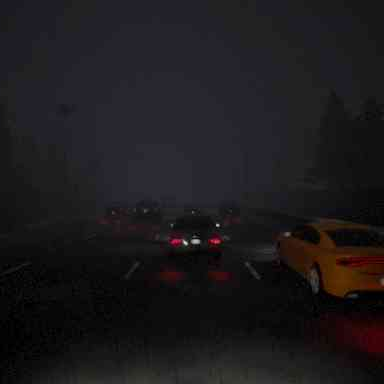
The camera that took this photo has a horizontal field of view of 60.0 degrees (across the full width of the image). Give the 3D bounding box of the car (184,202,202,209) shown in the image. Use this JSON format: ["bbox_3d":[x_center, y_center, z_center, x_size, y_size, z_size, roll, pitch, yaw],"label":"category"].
[{"bbox_3d":[0.105,1.699,34.799,1.895,1.301,4.718,0,0,0],"label":"car"}]

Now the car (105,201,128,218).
[{"bbox_3d":[-6.891,1.614,31.372,1.812,1.442,4.674,0,0,0],"label":"car"}]

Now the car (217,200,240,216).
[{"bbox_3d":[3.608,1.586,33.460,2.128,1.511,4.902,0,0,0],"label":"car"}]

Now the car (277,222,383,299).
[{"bbox_3d":[3.602,1.502,8.614,1.882,1.535,5.008,0,0,0],"label":"car"}]

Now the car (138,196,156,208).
[{"bbox_3d":[-6.888,1.496,51.062,2.097,1.767,4.553,0,0,0],"label":"car"}]

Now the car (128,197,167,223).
[{"bbox_3d":[-3.394,1.426,26.379,2.097,1.767,4.553,0,0,0],"label":"car"}]

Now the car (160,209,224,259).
[{"bbox_3d":[0.109,1.584,12.750,2.033,1.411,5.357,0,0,0],"label":"car"}]

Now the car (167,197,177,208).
[{"bbox_3d":[-3.389,1.492,49.951,2.097,1.767,4.553,0,0,0],"label":"car"}]
